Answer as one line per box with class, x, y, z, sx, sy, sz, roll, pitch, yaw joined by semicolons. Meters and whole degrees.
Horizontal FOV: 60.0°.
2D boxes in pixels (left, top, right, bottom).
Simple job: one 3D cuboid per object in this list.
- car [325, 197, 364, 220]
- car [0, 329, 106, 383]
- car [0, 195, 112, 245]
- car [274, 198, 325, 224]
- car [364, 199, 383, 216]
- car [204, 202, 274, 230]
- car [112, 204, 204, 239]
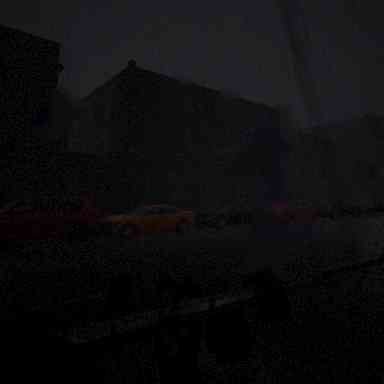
car;11.356;1.189;26.661;4.553;1.767;2.185;0;0;-36
car;-2.846;1.487;1.413;5.008;1.535;1.882;0;0;-35
car;-6.579;1.186;13.858;5.566;2.045;2.435;0;0;-36
car;6.858;1.219;23.451;4.553;1.767;2.185;0;0;-36
car;15.931;1.323;29.928;4.674;1.452;2.002;0;0;-36
car;2.342;1.377;20.227;4.892;1.521;2.231;0;0;-36
car;-2.156;1.407;17.016;5.008;1.535;2.097;0;0;-36
